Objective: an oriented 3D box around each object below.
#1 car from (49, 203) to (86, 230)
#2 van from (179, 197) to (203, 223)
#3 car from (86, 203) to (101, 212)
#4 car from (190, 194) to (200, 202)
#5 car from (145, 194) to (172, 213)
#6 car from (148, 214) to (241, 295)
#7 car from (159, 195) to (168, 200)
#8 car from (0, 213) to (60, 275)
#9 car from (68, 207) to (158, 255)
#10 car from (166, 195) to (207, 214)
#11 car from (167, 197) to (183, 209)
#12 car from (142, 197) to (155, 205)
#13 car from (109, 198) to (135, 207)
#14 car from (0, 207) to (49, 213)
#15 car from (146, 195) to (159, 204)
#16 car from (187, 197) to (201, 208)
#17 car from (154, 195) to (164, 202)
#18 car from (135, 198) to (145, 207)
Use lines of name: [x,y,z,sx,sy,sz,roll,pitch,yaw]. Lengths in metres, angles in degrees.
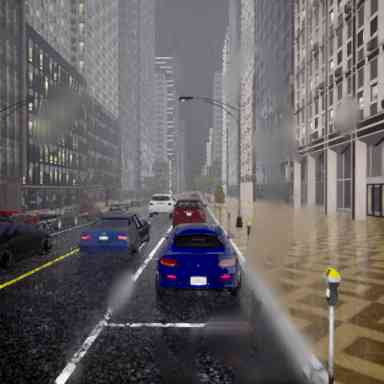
car: [-8.506,1.545,20.771,2.008,1.369,4.403,-1,0,1]
van: [-0.042,1.335,26.328,1.690,1.788,3.998,-1,0,1]
car: [-8.419,1.575,26.454,1.802,1.307,4.206,-1,0,1]
car: [0.729,1.294,77.475,2.192,1.841,5.009,-1,0,1]
car: [-2.651,1.214,31.074,2.150,2.045,5.566,0,0,1]
car: [0.158,1.523,8.618,1.812,1.442,4.674,0,0,1]
car: [-7.477,1.540,88.967,1.947,1.339,4.313,-1,0,1]
car: [-6.066,1.561,10.344,1.994,1.385,4.181,0,0,1]
car: [-2.819,1.544,13.296,2.033,1.411,5.357,0,0,1]
car: [-0.128,1.310,20.645,2.192,1.841,5.009,-1,0,1]
car: [-2.323,1.514,46.252,1.812,1.442,4.674,0,0,1]
car: [-7.905,1.566,60.552,1.802,1.307,4.206,-1,0,1]
car: [-8.248,1.541,37.820,2.008,1.369,4.403,-1,0,1]
car: [-8.591,1.540,15.088,1.887,1.381,4.507,-1,0,1]
car: [-7.821,1.422,66.235,1.967,1.590,4.097,-1,0,1]
car: [0.303,1.539,49.059,2.008,1.369,4.403,-1,0,1]
car: [-7.651,1.504,77.431,1.752,1.417,4.829,-1,0,1]
car: [-8.077,1.538,49.186,2.008,1.369,4.403,-1,0,1]
